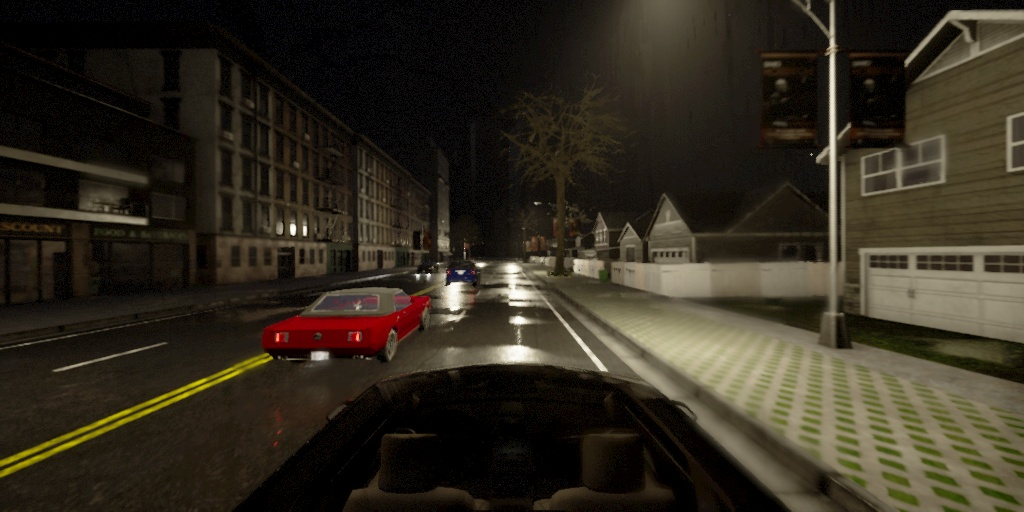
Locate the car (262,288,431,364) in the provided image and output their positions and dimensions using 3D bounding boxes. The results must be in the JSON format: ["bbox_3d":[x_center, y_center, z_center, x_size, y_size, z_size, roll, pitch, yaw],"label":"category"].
[{"bbox_3d":[-3.196,1.373,8.160,1.895,1.301,4.718,0,0,-1],"label":"car"}]

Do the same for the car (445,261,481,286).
[{"bbox_3d":[-3.377,1.125,25.593,2.097,1.767,4.553,0,0,-1],"label":"car"}]

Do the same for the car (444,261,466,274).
[{"bbox_3d":[-6.914,1.345,43.932,1.837,1.490,4.892,0,0,-1],"label":"car"}]

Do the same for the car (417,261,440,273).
[{"bbox_3d":[-10.164,1.361,43.898,2.033,1.411,5.357,0,0,-1],"label":"car"}]
